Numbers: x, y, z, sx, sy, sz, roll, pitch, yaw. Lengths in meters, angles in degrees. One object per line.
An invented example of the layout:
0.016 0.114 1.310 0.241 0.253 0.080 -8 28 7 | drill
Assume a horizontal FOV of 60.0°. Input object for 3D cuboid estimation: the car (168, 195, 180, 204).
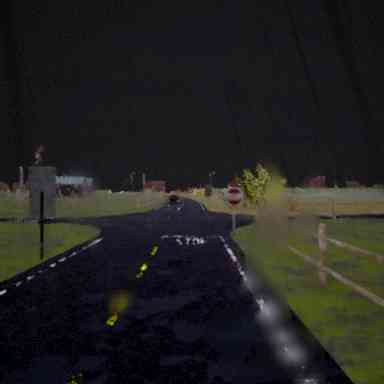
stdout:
-2.809 1.203 52.695 1.837 1.490 4.892 0 3 -1 | car
